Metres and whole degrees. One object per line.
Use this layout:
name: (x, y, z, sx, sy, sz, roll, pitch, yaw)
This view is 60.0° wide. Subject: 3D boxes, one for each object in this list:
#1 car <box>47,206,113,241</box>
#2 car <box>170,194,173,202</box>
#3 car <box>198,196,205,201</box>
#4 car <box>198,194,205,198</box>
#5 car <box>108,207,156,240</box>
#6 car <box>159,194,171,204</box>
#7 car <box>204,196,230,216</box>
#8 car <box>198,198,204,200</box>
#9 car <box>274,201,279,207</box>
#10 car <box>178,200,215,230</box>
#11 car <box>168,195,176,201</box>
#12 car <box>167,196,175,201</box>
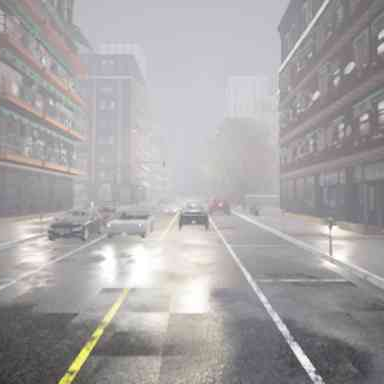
car: (-5.641, 1.571, 16.601, 2.008, 1.369, 4.403, 1, 0, 0)
car: (-5.667, 1.689, 71.752, 1.802, 1.307, 4.206, 1, 0, 0)
car: (2.716, 1.716, 93.898, 1.947, 1.339, 4.313, 1, 0, 0)
car: (2.714, 1.633, 71.915, 1.752, 1.417, 4.829, 1, 0, 0)
car: (-3.084, 1.622, 17.405, 1.895, 1.301, 4.718, 0, 0, 0)
car: (-5.667, 1.680, 66.214, 1.802, 1.307, 4.206, 1, 0, 0)
car: (2.712, 1.359, 33.715, 2.192, 1.841, 5.009, 1, 0, 0)
car: (0.249, 1.649, 36.381, 1.895, 1.301, 4.718, 0, 0, 3)
car: (15.220, 1.662, 52.745, 4.313, 1.339, 1.947, 0, -1, 1)
car: (0.103, 1.518, 21.383, 2.128, 1.511, 4.902, 0, 0, 0)
car: (-5.663, 1.701, 93.907, 2.008, 1.369, 4.403, 1, 0, 0)
car: (-5.664, 1.721, 88.368, 1.802, 1.307, 4.206, 1, 0, 0)
